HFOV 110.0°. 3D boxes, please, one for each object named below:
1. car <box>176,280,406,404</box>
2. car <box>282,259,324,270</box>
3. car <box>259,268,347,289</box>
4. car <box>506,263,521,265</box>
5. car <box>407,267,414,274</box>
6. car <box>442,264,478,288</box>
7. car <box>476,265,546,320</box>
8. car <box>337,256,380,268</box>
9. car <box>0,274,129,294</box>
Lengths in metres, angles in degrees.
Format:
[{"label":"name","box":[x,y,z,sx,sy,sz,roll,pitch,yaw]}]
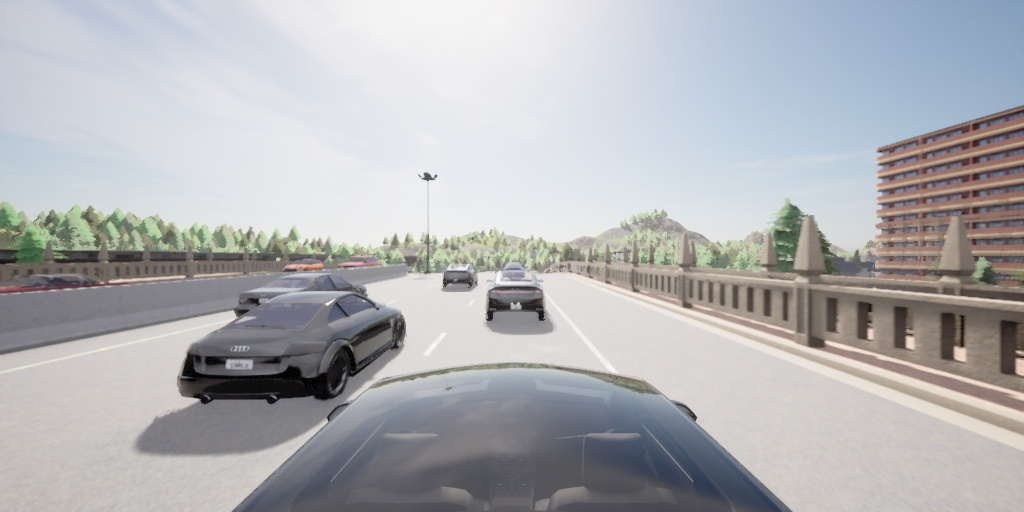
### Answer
[{"label":"car","box":[-3.384,1.315,6.455,1.994,1.385,4.181,0,0,0]},{"label":"car","box":[-21.029,1.117,36.286,2.097,1.767,4.553,0,0,1]},{"label":"car","box":[-6.890,1.301,12.467,2.033,1.411,5.357,0,0,0]},{"label":"car","box":[0.130,1.293,31.117,1.812,1.442,4.674,0,0,0]},{"label":"car","box":[-17.439,2.519,58.583,1.994,1.385,4.181,0,-6,0]},{"label":"car","box":[-3.377,1.253,23.935,2.128,1.511,4.902,0,0,0]},{"label":"car","box":[0.113,1.248,12.680,2.128,1.511,4.902,0,0,0]},{"label":"car","box":[-14.036,0.983,33.139,2.150,2.045,5.566,0,0,0]},{"label":"car","box":[-17.585,1.350,13.303,1.895,1.301,4.718,0,0,0]}]
